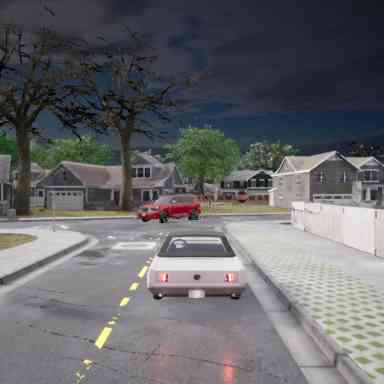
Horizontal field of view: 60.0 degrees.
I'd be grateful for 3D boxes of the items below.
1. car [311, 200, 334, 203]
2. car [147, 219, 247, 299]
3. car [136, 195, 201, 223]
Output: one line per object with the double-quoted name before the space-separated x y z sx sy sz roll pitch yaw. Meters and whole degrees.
"car" 12.072 1.578 31.984 4.892 1.490 1.837 0 0 -18
"car" 0.097 1.602 8.374 1.895 1.301 4.718 0 0 0
"car" -1.625 1.226 25.042 2.150 2.045 5.566 -2 -2 39
